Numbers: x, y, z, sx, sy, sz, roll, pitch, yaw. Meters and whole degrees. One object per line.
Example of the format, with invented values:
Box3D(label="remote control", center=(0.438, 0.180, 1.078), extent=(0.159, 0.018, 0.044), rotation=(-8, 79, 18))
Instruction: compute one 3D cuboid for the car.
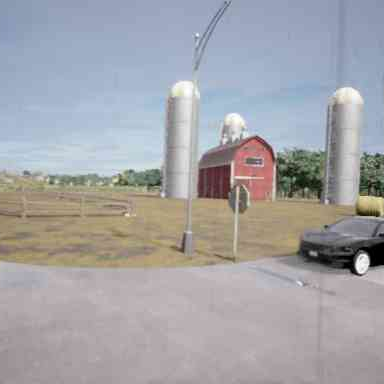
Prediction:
Box3D(label="car", center=(5.524, 1.528, 10.672), extent=(5.008, 1.535, 1.882), rotation=(2, 2, -33))
